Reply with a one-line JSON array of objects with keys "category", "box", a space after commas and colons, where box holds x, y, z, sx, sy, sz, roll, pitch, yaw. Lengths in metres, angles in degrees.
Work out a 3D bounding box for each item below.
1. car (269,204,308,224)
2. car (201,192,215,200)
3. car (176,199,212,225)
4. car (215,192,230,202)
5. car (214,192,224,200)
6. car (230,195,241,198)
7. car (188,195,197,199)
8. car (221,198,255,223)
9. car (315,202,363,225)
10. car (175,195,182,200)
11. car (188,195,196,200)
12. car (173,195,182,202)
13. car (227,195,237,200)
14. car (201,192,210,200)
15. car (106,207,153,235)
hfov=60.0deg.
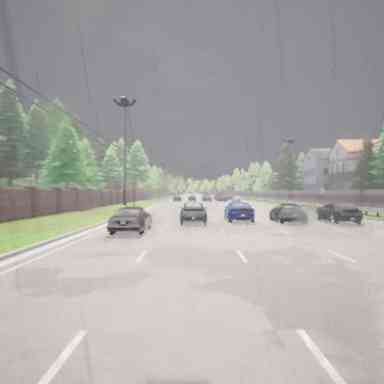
[{"category": "car", "box": [7.104, 1.578, 24.892, 1.994, 1.385, 4.181, 0, 0, 0]}, {"category": "car", "box": [3.512, 1.389, 77.874, 2.097, 1.767, 4.553, 0, 0, 0]}, {"category": "car", "box": [0.104, 1.504, 24.294, 2.128, 1.511, 4.902, 0, 0, 0]}, {"category": "car", "box": [7.012, 1.389, 77.874, 2.097, 1.767, 4.553, 0, 0, 0]}, {"category": "car", "box": [7.013, 1.104, 87.937, 2.150, 2.045, 5.566, 0, 0, 0]}, {"category": "car", "box": [10.512, 1.558, 77.903, 1.812, 1.442, 4.674, 0, 0, 0]}, {"category": "car", "box": [0.012, 1.533, 77.488, 1.837, 1.490, 4.892, 0, 0, 0]}, {"category": "car", "box": [3.604, 1.492, 25.924, 1.882, 1.535, 5.008, 0, 0, 0]}, {"category": "car", "box": [10.604, 1.518, 24.359, 1.837, 1.490, 4.892, 0, 0, 0]}, {"category": "car", "box": [-3.487, 1.403, 87.909, 1.812, 1.442, 4.674, 0, 0, 0]}, {"category": "car", "box": [0.013, 1.431, 87.908, 1.994, 1.385, 4.181, 0, 0, 0]}, {"category": "car", "box": [-3.488, 1.532, 77.489, 1.837, 1.490, 4.892, 0, 0, 0]}, {"category": "car", "box": [10.513, 1.432, 87.907, 1.994, 1.385, 4.181, 0, 0, 0]}, {"category": "car", "box": [3.513, 1.104, 87.938, 2.150, 2.045, 5.566, 0, 0, 0]}, {"category": "car", "box": [-3.397, 1.557, 18.922, 2.033, 1.411, 5.357, 0, 0, 0]}]
